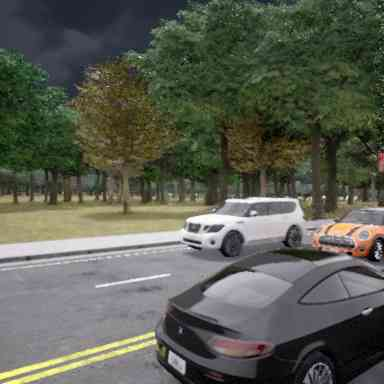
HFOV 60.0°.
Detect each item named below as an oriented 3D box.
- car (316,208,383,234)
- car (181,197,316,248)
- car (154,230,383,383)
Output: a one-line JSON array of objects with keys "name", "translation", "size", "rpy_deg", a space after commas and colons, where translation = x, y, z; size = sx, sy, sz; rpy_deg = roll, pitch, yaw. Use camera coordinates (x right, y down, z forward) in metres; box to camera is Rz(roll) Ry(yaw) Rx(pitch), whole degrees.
[{"name": "car", "translation": [6.554, 1.387, 12.341], "size": [4.553, 1.767, 2.097], "rpy_deg": [0, 0, -35]}, {"name": "car", "translation": [2.234, 1.248, 13.255], "size": [5.566, 2.045, 2.150], "rpy_deg": [0, 0, -35]}, {"name": "car", "translation": [1.723, 1.537, 4.666], "size": [4.674, 1.442, 1.812], "rpy_deg": [0, 0, -35]}]
